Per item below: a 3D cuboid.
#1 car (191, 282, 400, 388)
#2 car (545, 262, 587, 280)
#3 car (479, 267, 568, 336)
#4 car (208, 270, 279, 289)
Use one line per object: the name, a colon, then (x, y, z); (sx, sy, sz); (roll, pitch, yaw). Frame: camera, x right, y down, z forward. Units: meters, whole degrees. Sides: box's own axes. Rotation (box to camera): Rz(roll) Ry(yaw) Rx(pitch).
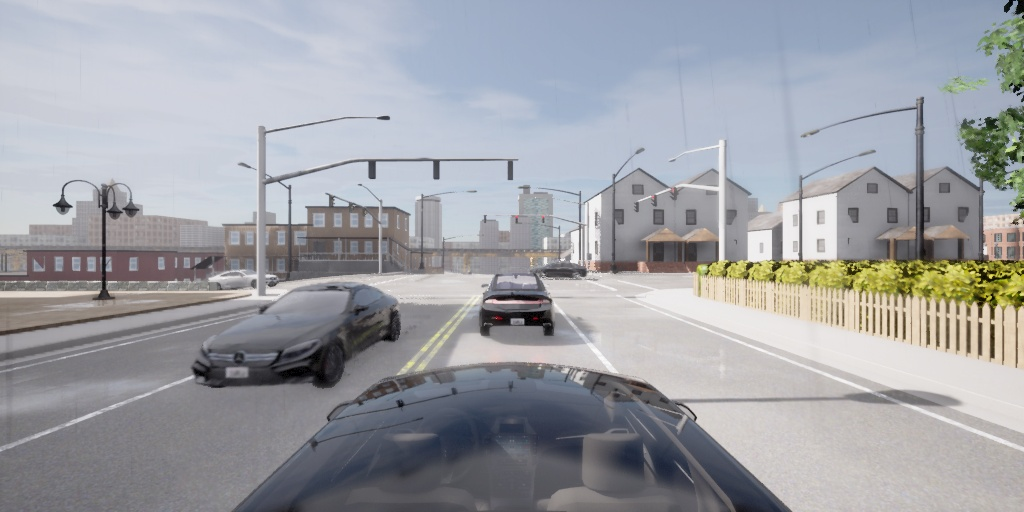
car: (-3.610, 1.276, 7.051); (1.812, 1.442, 4.674); (0, 0, 0)
car: (3.864, 1.250, 30.253); (4.892, 1.490, 1.837); (1, 0, -1)
car: (0.118, 1.242, 10.372); (2.128, 1.511, 4.902); (0, 0, 0)
car: (-19.659, 1.742, 26.244); (4.674, 1.442, 1.812); (-4, 0, 1)
